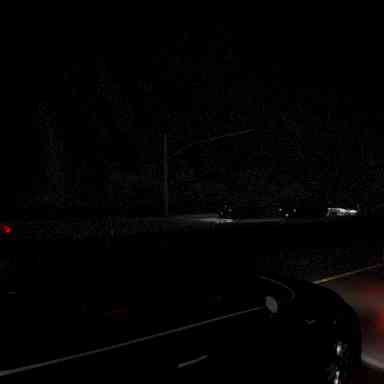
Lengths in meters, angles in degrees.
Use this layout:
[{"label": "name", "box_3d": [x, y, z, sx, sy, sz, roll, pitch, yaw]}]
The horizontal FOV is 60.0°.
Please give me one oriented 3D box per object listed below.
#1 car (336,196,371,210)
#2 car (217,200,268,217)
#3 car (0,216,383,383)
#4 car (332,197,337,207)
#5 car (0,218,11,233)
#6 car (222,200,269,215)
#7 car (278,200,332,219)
[{"label": "car", "box_3d": [19.711, 1.413, 39.969, 4.181, 1.385, 1.994, 0, 0, -36]}, {"label": "car", "box_3d": [4.334, 1.486, 28.753, 4.674, 1.442, 1.812, 0, 0, -36]}, {"label": "car", "box_3d": [-0.128, 1.351, 3.654, 4.553, 1.767, 2.097, 0, 0, -36]}, {"label": "car", "box_3d": [20.288, 1.334, 44.721, 4.892, 1.490, 1.837, 0, 0, -36]}, {"label": "car", "box_3d": [-8.439, 1.353, 10.866, 4.553, 1.767, 2.097, 0, 0, -36]}, {"label": "car", "box_3d": [5.502, 1.538, 33.937, 4.718, 1.301, 1.895, 0, 0, -36]}, {"label": "car", "box_3d": [9.439, 1.539, 28.145, 4.718, 1.301, 1.895, 0, 0, -36]}]
